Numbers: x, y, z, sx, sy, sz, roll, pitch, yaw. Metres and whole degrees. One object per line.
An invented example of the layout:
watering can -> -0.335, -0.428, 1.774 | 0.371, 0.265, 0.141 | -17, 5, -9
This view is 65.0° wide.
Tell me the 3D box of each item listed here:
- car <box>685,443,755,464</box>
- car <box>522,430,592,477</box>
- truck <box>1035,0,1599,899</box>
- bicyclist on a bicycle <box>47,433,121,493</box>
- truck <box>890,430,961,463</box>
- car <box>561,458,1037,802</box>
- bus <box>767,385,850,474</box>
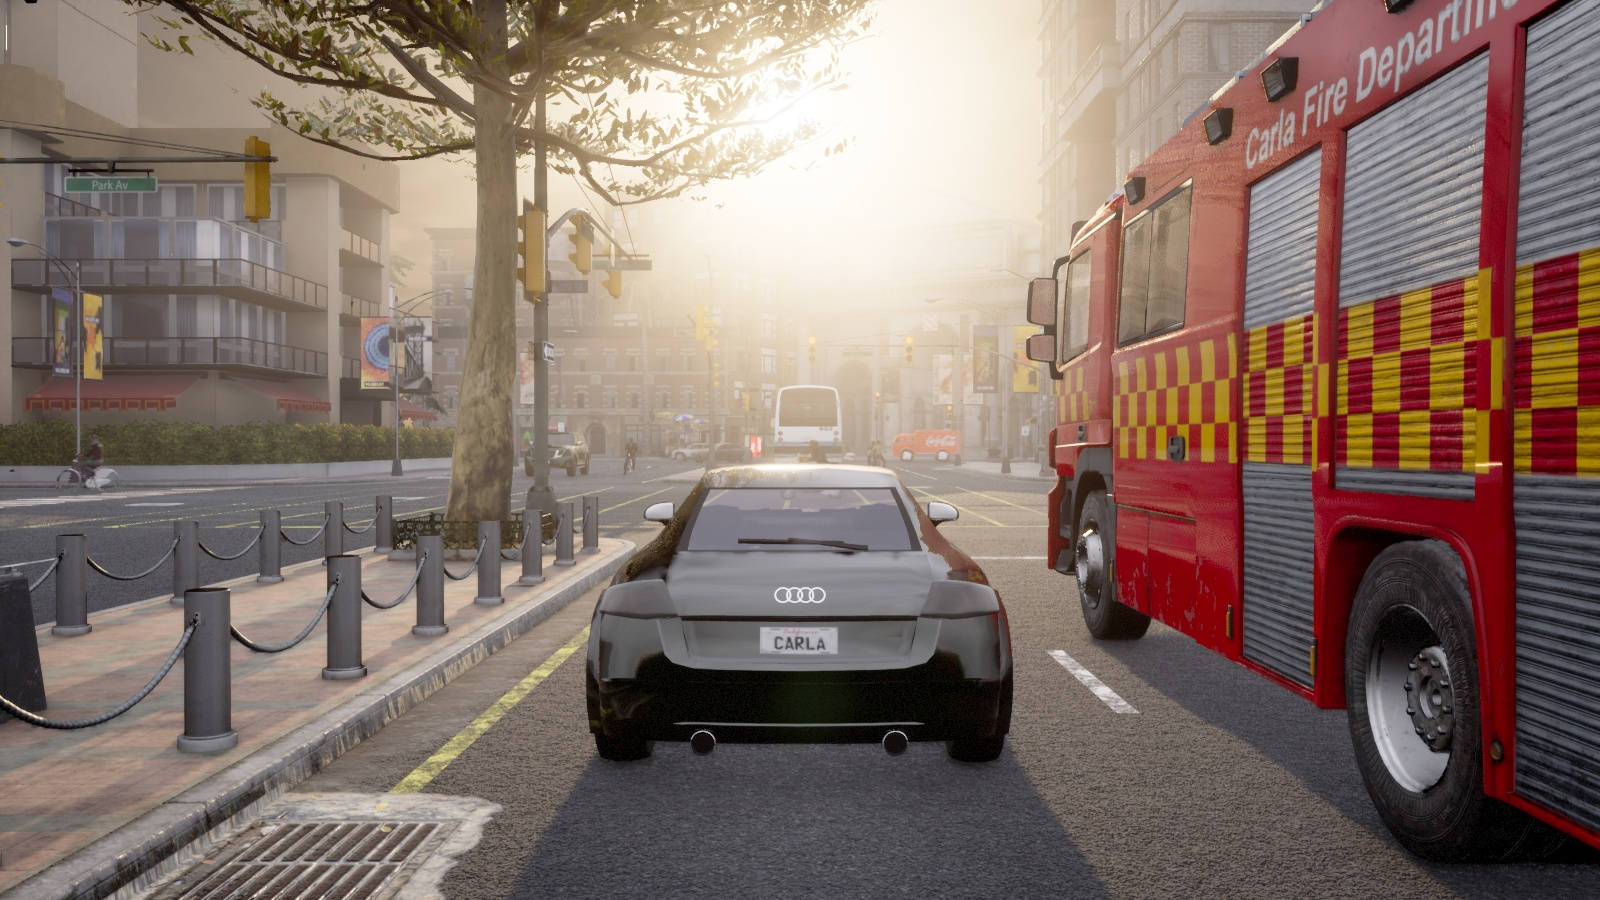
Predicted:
car -> -5.828, 0.227, 92.147 | 4.892, 1.490, 1.837 | 0, 0, -37
car -> -11.115, 0.130, 57.873 | 2.150, 2.045, 5.566 | 0, 0, 0
truck -> 3.562, -0.456, 7.201 | 2.891, 3.827, 8.468 | 0, 0, 0
bicyclist on a bicycle -> -21.487, 0.387, 37.714 | 1.843, 1.776, 0.659 | 0, 0, 0
truck -> 9.506, -0.271, 95.726 | 5.204, 2.467, 2.627 | 0, 0, 1
car -> 0.005, 0.769, 7.352 | 1.994, 1.385, 4.181 | 0, 0, 0
bus -> 0.433, -0.997, 65.120 | 3.944, 4.253, 10.273 | 0, 0, 0
